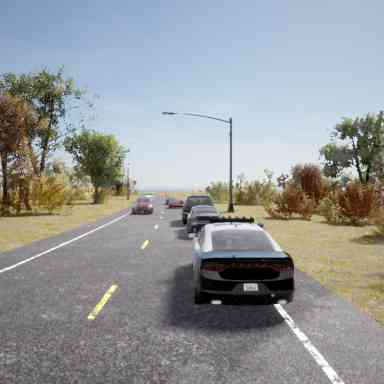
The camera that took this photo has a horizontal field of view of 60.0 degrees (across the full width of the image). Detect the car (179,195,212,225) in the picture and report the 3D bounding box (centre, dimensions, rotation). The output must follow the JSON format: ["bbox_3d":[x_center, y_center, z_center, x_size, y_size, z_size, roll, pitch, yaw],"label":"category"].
[{"bbox_3d":[0.367,1.212,24.273,2.150,2.045,5.566,0,0,-3],"label":"car"}]

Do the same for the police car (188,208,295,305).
[{"bbox_3d":[0.953,1.424,8.275,1.930,1.638,5.238,0,0,-1],"label":"police car"}]

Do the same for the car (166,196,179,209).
[{"bbox_3d":[-2.205,1.543,45.527,1.994,1.385,4.181,0,0,-5],"label":"car"}]

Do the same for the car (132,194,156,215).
[{"bbox_3d":[-4.932,1.339,33.999,2.097,1.767,4.553,0,0,-4],"label":"car"}]

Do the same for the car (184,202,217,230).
[{"bbox_3d":[0.651,1.500,18.215,1.837,1.490,4.892,0,0,-2],"label":"car"}]
